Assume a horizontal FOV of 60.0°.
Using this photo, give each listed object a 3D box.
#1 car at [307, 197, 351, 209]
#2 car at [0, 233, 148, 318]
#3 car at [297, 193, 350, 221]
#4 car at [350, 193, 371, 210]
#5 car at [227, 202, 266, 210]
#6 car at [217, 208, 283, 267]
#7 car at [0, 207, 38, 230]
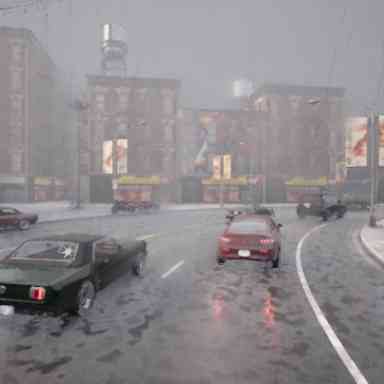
[{"bbox_3d":[18.185,1.435,44.136,5.357,1.411,2.033,0,0,-20],"label":"car"},{"bbox_3d":[-2.509,1.556,7.391,1.895,1.301,4.718,0,0,11],"label":"car"},{"bbox_3d":[10.307,1.152,26.431,2.150,2.045,5.566,0,0,42],"label":"car"},{"bbox_3d":[19.230,1.129,40.783,5.566,2.045,2.150,0,0,-20],"label":"car"},{"bbox_3d":[4.347,1.458,24.451,2.033,1.411,5.357,1,0,33],"label":"car"},{"bbox_3d":[2.048,1.484,11.259,1.812,1.442,4.674,0,0,16],"label":"car"},{"bbox_3d":[-10.611,1.467,17.459,1.895,1.301,4.718,0,0,22],"label":"car"}]
